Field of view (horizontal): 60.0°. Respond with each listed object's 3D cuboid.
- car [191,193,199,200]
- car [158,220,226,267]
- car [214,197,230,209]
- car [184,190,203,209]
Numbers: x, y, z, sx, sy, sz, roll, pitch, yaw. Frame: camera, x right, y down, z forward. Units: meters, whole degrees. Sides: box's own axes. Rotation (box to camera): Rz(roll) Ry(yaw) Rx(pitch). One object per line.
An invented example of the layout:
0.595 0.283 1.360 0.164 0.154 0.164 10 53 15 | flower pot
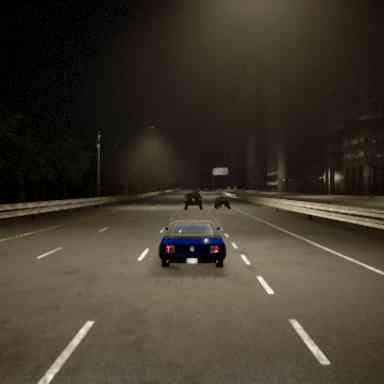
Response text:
0.700 1.045 78.981 1.812 1.442 4.674 0 1 1 | car
0.017 1.591 11.307 1.895 1.301 4.718 0 0 0 | car
3.813 1.356 42.931 1.837 1.490 4.892 0 1 1 | car
0.216 1.073 42.927 2.150 2.045 5.566 0 0 1 | car
